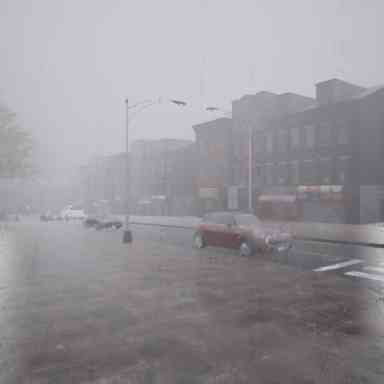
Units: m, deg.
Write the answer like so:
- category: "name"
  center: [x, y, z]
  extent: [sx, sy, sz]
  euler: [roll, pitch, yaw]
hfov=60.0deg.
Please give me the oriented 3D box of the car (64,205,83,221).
- category: "car"
  center: [-16.589, 2.897, 45.705]
  extent: [2.150, 2.045, 5.566]
  euler: [0, -2, -35]

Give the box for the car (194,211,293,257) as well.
- category: "car"
  center: [2.068, 1.643, 14.441]
  extent: [2.097, 1.767, 4.553]
  euler: [0, -2, -35]

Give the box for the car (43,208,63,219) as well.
- category: "car"
  center: [-22.713, 3.482, 54.297]
  extent: [2.097, 1.767, 4.553]
  euler: [0, -2, -36]

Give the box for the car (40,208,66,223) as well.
- category: "car"
  center: [-18.564, 3.185, 43.566]
  extent: [2.128, 1.511, 4.902]
  euler: [0, -2, -35]

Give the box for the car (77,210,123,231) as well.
- category: "car"
  center: [-7.655, 2.438, 28.091]
  extent: [2.033, 1.411, 5.357]
  euler: [0, -2, -35]
